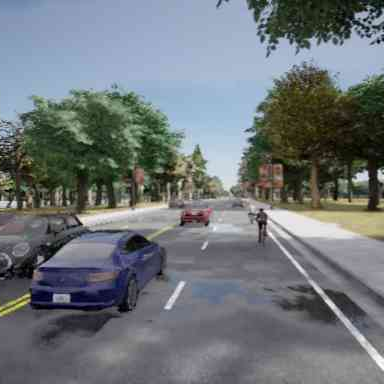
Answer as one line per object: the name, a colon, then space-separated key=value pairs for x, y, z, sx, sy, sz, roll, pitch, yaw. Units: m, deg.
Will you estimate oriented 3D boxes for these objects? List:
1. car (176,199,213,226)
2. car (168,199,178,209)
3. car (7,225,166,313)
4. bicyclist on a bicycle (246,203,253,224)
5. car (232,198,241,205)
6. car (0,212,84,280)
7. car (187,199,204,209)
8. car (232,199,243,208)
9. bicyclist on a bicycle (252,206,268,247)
car: x=0.433 y=1.558 z=25.536 sx=2.097 sy=1.767 sz=4.553 roll=-1 pitch=0 yaw=7
car: x=-2.520 y=1.861 z=54.415 sx=2.097 sy=1.767 sz=4.553 roll=-1 pitch=0 yaw=8
car: x=-1.880 y=1.623 z=7.846 sx=1.812 sy=1.442 sz=4.674 roll=-1 pitch=0 yaw=7
bicyclist on a bicycle: x=4.368 y=1.569 z=24.280 sx=0.866 sy=1.612 sz=1.509 roll=-1 pitch=0 yaw=7
car: x=9.844 y=2.098 z=73.106 sx=1.895 sy=1.301 sz=4.718 roll=-1 pitch=-1 yaw=7
car: x=-4.996 y=1.522 z=10.627 sx=2.097 sy=1.767 sz=4.553 roll=-1 pitch=0 yaw=7
car: x=0.689 y=1.946 z=53.889 sx=2.128 sy=1.511 sz=4.902 roll=-1 pitch=-1 yaw=8
car: x=7.761 y=1.915 z=56.449 sx=2.033 sy=1.411 sz=5.357 roll=-1 pitch=-1 yaw=7
bicyclist on a bicycle: x=3.085 y=1.527 z=14.636 sx=0.582 sy=1.620 sz=1.656 roll=-1 pitch=-1 yaw=7
